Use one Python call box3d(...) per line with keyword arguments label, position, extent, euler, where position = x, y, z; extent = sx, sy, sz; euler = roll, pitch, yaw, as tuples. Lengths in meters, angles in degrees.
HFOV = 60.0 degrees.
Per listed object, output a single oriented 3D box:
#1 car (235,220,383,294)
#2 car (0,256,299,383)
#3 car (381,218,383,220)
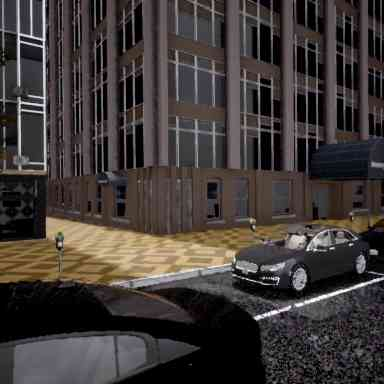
box3d(label="car", position=(2.964, 1.550, 8.694), extent=(4.403, 1.369, 2.008), euler=(0, -1, -36))
box3d(label="car", position=(-1.679, 1.478, 2.186), extent=(5.008, 1.535, 1.882), euler=(0, 0, -36))
box3d(label="car", position=(7.588, 1.564, 11.999), extent=(4.313, 1.339, 1.947), euler=(0, -1, -36))
